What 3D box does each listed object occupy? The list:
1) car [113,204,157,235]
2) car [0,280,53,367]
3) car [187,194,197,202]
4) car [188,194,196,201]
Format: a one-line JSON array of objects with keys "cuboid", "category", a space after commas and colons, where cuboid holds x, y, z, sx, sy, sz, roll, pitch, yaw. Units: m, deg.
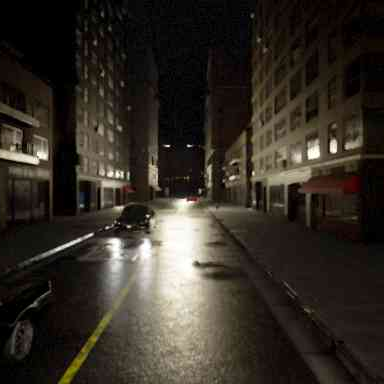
[{"cuboid": [-3.072, 1.482, 18.762, 1.837, 1.490, 4.892, 0, -1, 0], "category": "car"}, {"cuboid": [-3.102, 1.597, 2.995, 1.895, 1.301, 4.718, 0, 0, 0], "category": "car"}, {"cuboid": [-0.062, 1.262, 69.766, 2.097, 1.767, 4.553, 0, 0, 0], "category": "car"}, {"cuboid": [-0.072, 1.358, 79.866, 1.882, 1.535, 5.008, 0, 0, 0], "category": "car"}]
